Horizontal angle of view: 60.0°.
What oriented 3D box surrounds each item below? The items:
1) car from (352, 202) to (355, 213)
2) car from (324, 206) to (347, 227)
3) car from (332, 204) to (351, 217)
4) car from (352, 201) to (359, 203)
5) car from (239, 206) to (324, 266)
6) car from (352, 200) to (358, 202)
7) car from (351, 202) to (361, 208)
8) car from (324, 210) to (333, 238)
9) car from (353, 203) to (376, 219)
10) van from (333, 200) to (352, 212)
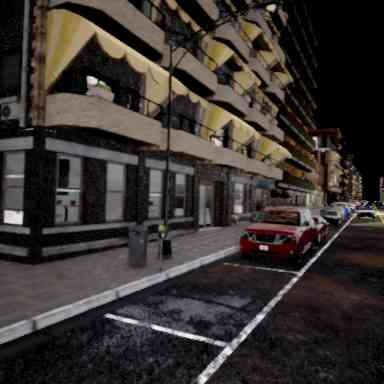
[{"bbox_3d":[19.171,2.322,42.137,1.752,1.417,4.829,2,0,28],"label":"car"},{"bbox_3d":[11.366,2.061,27.557,1.947,1.339,4.313,2,0,28],"label":"car"},{"bbox_3d":[13.994,2.147,32.467,2.008,1.369,4.403,2,0,28],"label":"car"},{"bbox_3d":[24.505,2.554,52.105,2.008,1.369,4.403,2,0,28],"label":"car"},{"bbox_3d":[3.490,1.507,12.828,2.192,1.841,5.009,2,0,28],"label":"car"},{"bbox_3d":[27.054,2.628,56.866,1.752,1.417,4.829,2,0,28],"label":"car"},{"bbox_3d":[40.273,3.164,81.564,1.887,1.381,4.507,2,0,28],"label":"car"},{"bbox_3d":[6.110,1.837,17.738,1.887,1.381,4.507,2,0,28],"label":"car"},{"bbox_3d":[20.230,2.335,38.539,2.033,1.411,5.357,1,-1,29],"label":"car"},{"bbox_3d":[16.630,2.040,37.378,1.690,1.788,3.998,2,0,28],"label":"van"}]
